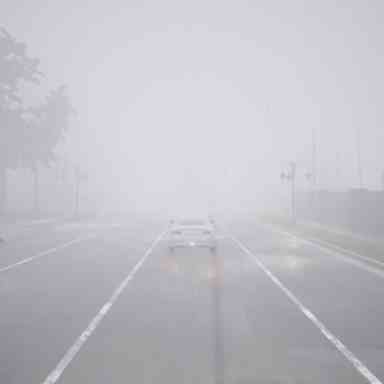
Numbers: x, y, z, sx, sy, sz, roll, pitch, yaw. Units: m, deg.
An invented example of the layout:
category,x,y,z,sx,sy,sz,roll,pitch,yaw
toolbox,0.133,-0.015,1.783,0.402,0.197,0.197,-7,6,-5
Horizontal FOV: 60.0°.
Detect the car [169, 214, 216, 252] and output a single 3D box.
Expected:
category,x,y,z,sx,sy,sz,roll,pitch,yaw
car,0.013,1.660,14.396,1.812,1.442,4.674,0,0,0
